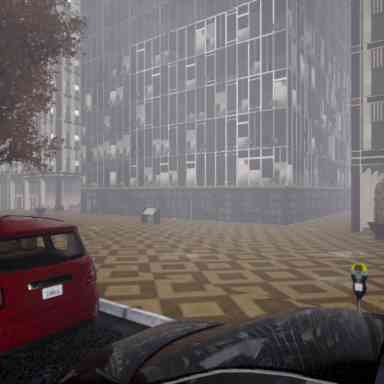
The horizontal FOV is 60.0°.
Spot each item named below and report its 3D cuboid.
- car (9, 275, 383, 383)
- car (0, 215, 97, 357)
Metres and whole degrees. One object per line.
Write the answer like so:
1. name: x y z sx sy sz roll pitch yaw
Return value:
1. car: 0.827 1.566 2.287 4.313 1.339 1.947 0 0 36
2. car: -3.665 1.315 5.501 5.009 1.841 2.192 0 0 36
